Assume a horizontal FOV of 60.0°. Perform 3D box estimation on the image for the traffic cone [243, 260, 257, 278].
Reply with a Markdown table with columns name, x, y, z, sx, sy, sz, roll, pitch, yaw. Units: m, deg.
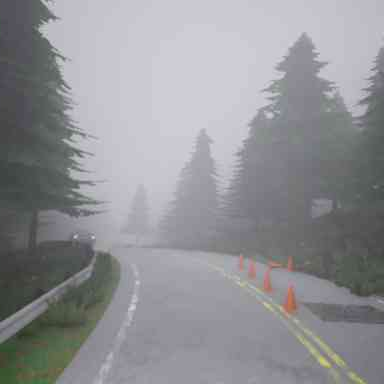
| name | x | y | z | sx | sy | sz | roll | pitch | yaw |
| --- | --- | --- | --- | --- | --- | --- | --- | --- | --- |
| traffic cone | 2.072 | 2.637 | 11.497 | 0.340 | 0.580 | 0.340 | 4 | -5 | -2 |

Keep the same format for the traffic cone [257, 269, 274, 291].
| name | x | y | z | sx | sy | sz | roll | pitch | yaw |
| --- | --- | --- | --- | --- | --- | --- | --- | --- | --- |
| traffic cone | 2.150 | 2.489 | 9.502 | 0.340 | 0.580 | 0.340 | 4 | -4 | -2 |

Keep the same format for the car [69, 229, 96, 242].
| name | x | y | z | sx | sy | sz | roll | pitch | yaw |
| --- | --- | --- | --- | --- | --- | --- | --- | --- | --- |
| car | -10.781 | 4.416 | 32.439 | 2.097 | 1.767 | 4.553 | 6 | -10 | -27 |

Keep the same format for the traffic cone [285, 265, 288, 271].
| name | x | y | z | sx | sy | sz | roll | pitch | yaw |
| --- | --- | --- | --- | --- | --- | --- | --- | --- | --- |
| traffic cone | 3.446 | 3.010 | 13.533 | 0.580 | 0.340 | 0.340 | 3 | -5 | -2 |

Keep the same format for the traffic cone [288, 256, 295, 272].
| name | x | y | z | sx | sy | sz | roll | pitch | yaw |
| --- | --- | --- | --- | --- | --- | --- | --- | --- | --- |
| traffic cone | 3.986 | 2.924 | 13.556 | 0.340 | 0.580 | 0.340 | 3 | -5 | -2 |

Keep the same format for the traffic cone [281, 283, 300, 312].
| name | x | y | z | sx | sy | sz | roll | pitch | yaw |
| --- | --- | --- | --- | --- | --- | --- | --- | --- | --- |
| traffic cone | 2.226 | 2.363 | 7.505 | 0.340 | 0.580 | 0.340 | 4 | -3 | -2 |

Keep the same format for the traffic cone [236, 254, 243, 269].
| name | x | y | z | sx | sy | sz | roll | pitch | yaw |
| --- | --- | --- | --- | --- | --- | --- | --- | --- | --- |
| traffic cone | 1.993 | 2.805 | 13.489 | 0.340 | 0.580 | 0.340 | 3 | -5 | -2 |
